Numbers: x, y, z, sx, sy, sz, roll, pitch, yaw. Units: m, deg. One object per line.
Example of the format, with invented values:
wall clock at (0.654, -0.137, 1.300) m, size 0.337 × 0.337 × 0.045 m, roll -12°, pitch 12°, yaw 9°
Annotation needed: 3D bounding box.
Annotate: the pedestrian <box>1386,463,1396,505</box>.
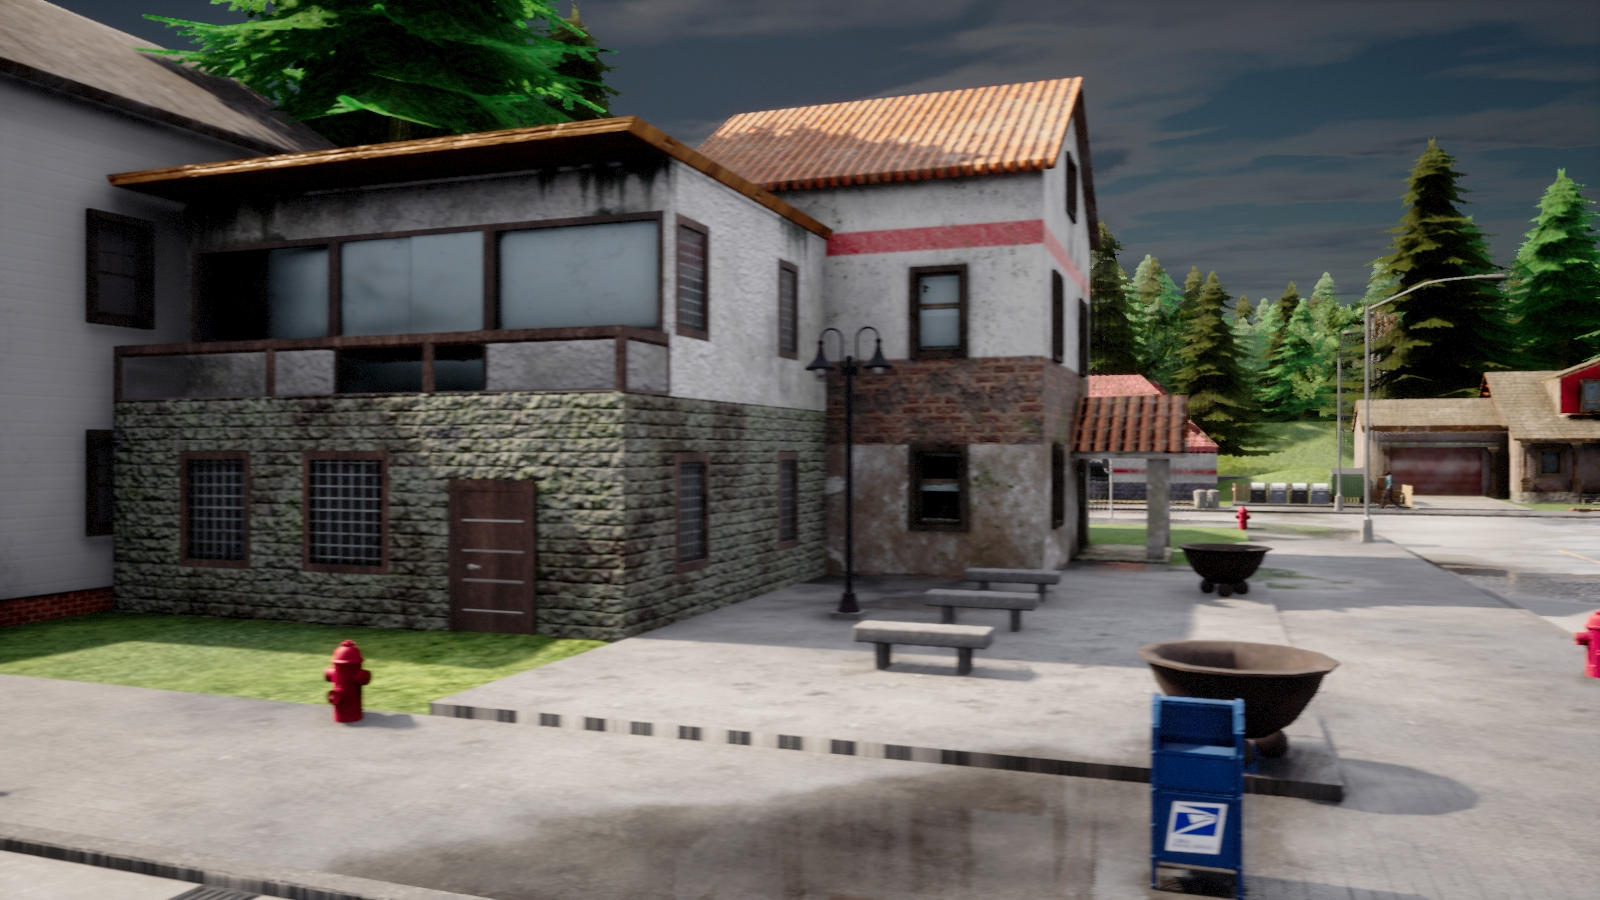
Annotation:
pedestrian at (26.465, 1.525, 51.172) m, size 0.375 × 1.860 × 0.375 m, roll 0°, pitch 0°, yaw 19°
